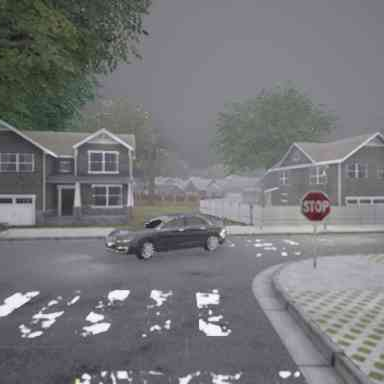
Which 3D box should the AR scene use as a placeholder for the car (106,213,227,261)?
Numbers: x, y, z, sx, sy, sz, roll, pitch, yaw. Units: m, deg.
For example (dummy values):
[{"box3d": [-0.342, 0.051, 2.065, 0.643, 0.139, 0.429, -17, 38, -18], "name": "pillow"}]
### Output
[{"box3d": [-0.847, 1.584, 12.769, 4.892, 1.490, 1.837, 1, -2, -36], "name": "car"}]
